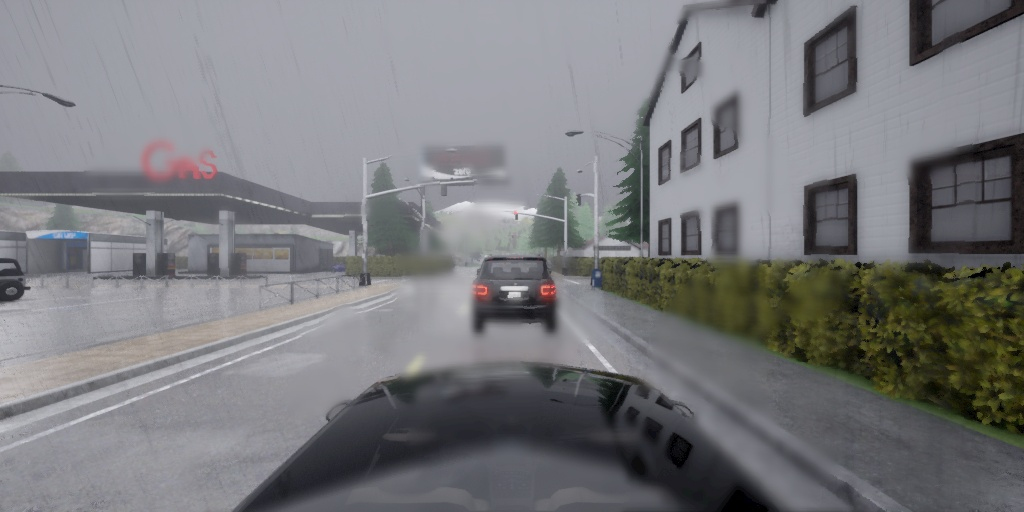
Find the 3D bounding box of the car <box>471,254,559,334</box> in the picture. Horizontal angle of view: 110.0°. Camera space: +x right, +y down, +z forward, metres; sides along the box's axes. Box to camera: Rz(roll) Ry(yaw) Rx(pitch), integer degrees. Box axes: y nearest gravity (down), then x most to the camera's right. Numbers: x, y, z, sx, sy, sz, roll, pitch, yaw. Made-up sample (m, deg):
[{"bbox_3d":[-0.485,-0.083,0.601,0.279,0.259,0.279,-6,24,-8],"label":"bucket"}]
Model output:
[{"bbox_3d":[0.081,0.971,10.746,2.150,2.045,5.566,0,0,0],"label":"car"}]
